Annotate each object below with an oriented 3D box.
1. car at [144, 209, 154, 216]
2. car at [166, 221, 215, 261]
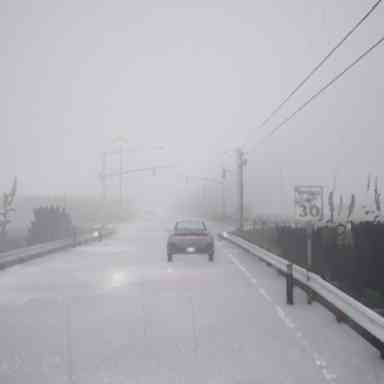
[{"bbox_3d":[-9.720,4.630,75.002,1.994,1.385,4.181,0,-2,-8],"label":"car"},{"bbox_3d":[-0.095,1.999,14.386,2.128,1.511,4.902,0,-3,-1],"label":"car"}]
